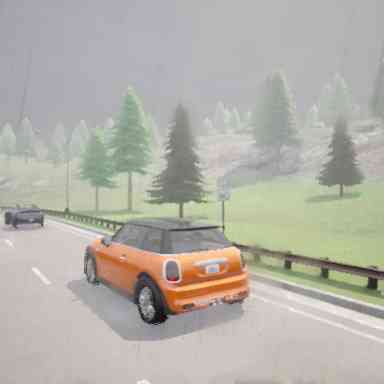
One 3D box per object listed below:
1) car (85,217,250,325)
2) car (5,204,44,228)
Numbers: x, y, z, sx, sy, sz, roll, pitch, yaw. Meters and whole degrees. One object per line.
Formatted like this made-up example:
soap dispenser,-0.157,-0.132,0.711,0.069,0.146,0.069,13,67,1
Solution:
car,-0.852,1.384,7.597,2.097,1.767,4.553,0,0,-35
car,-11.635,1.590,22.989,2.128,1.511,4.902,0,0,-37
